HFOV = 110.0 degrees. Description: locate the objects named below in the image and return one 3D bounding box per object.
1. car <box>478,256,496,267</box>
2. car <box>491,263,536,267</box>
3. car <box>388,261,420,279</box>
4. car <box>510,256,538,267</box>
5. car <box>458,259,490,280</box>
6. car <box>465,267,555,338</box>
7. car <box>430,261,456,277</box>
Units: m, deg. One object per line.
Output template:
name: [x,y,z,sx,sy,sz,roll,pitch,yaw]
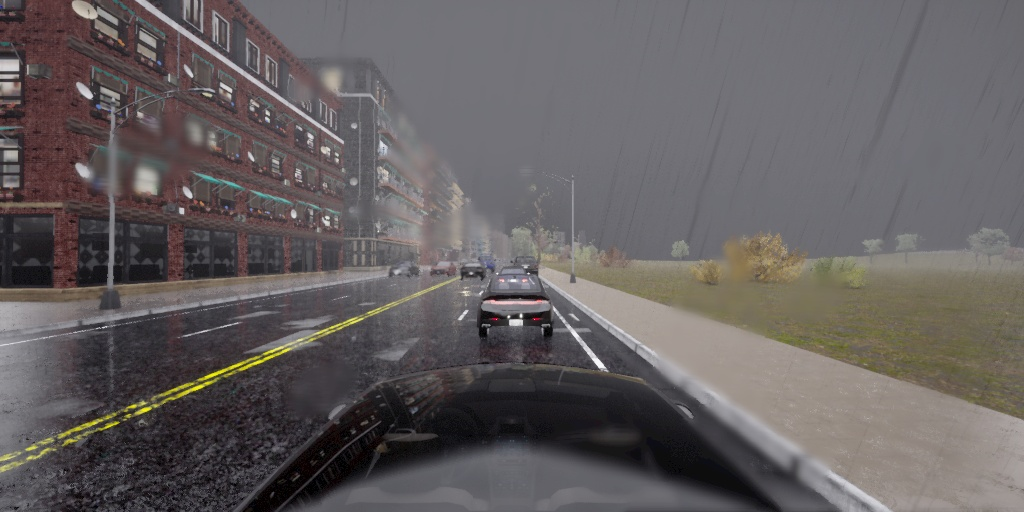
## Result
car: [-3.250,0.975,45.198,2.150,2.045,5.566,0,0,0]
car: [0.060,1.300,20.700,2.033,1.411,5.357,0,0,0]
car: [-9.925,1.245,33.267,2.128,1.511,4.902,0,0,0]
car: [1.070,0.979,30.912,2.150,2.045,5.566,0,0,0]
car: [-3.218,1.232,30.813,1.882,1.535,5.008,0,-1,0]
car: [0.081,1.243,10.260,2.128,1.511,4.902,0,0,0]
car: [-6.677,1.231,35.131,1.882,1.535,5.008,0,0,0]
